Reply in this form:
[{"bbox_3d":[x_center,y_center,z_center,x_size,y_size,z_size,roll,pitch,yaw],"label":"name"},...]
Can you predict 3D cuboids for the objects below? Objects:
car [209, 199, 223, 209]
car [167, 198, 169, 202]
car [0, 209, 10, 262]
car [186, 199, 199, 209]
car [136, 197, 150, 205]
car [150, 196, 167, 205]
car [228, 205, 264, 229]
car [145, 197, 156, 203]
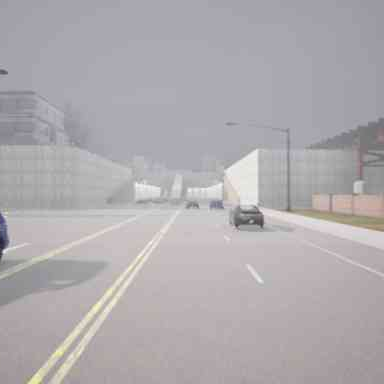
[{"bbox_3d":[3.612,1.750,50.834,1.882,1.535,5.008,0,0,0],"label":"car"},{"bbox_3d":[-6.980,2.045,84.089,1.895,1.301,4.718,0,0,0],"label":"car"},{"bbox_3d":[-7.020,1.268,8.550,2.150,2.045,5.566,0,0,0],"label":"car"},{"bbox_3d":[0.112,1.800,51.271,1.812,1.442,4.674,0,0,0],"label":"car"},{"bbox_3d":[-10.484,1.969,69.689,1.895,1.301,4.718,0,0,0],"label":"car"},{"bbox_3d":[-6.984,1.729,69.749,2.097,1.767,4.553,0,0,0],"label":"car"},{"bbox_3d":[3.606,1.613,22.613,2.128,1.511,4.902,0,0,0],"label":"car"},{"bbox_3d":[-10.480,1.990,84.120,2.033,1.411,5.357,0,0,0],"label":"car"}]
